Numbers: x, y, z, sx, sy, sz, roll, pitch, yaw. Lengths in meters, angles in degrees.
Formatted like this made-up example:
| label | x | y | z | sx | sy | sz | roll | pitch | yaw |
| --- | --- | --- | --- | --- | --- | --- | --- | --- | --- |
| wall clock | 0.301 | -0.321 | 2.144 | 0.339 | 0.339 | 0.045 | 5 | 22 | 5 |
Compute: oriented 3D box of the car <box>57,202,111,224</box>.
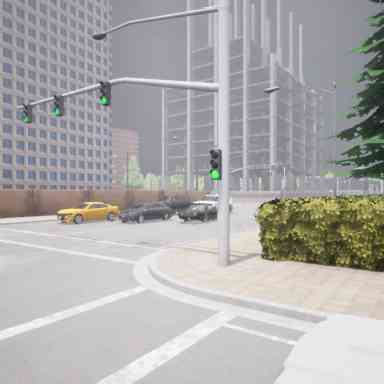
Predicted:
| label | x | y | z | sx | sy | sz | roll | pitch | yaw |
| --- | --- | --- | --- | --- | --- | --- | --- | --- | --- |
| car | -7.950 | 1.533 | 25.723 | 1.882 | 1.535 | 5.008 | 0 | 0 | 35 |

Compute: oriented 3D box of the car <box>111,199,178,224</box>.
| label | x | y | z | sx | sy | sz | roll | pitch | yaw |
| --- | --- | --- | --- | --- | --- | --- | --- | --- | --- |
| car | -3.561 | 1.560 | 25.850 | 1.837 | 1.490 | 4.892 | 0 | 0 | 35 |

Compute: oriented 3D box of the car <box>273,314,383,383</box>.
| label | x | y | z | sx | sy | sz | roll | pitch | yaw |
| --- | --- | --- | --- | --- | --- | --- | --- | --- | --- |
| car | 2.861 | 1.601 | 1.926 | 4.718 | 1.301 | 1.895 | 0 | 0 | 36 |

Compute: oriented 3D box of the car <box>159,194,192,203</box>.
| label | x | y | z | sx | sy | sz | roll | pitch | yaw |
| --- | --- | --- | --- | --- | --- | --- | --- | --- | --- |
| car | -2.180 | 1.277 | 33.812 | 2.150 | 2.045 | 5.566 | 0 | 0 | 35 |

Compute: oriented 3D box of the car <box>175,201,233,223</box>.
| label | x | y | z | sx | sy | sz | roll | pitch | yaw |
| --- | --- | --- | --- | --- | --- | --- | --- | --- | --- |
| car | 1.062 | 1.656 | 25.969 | 1.895 | 1.301 | 4.718 | 0 | 0 | 35 |

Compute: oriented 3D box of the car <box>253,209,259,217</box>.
| label | x | y | z | sx | sy | sz | roll | pitch | yaw |
| --- | --- | --- | --- | --- | --- | --- | --- | --- | --- |
| car | 7.041 | 1.656 | 28.330 | 1.895 | 1.301 | 4.718 | 0 | 0 | 35 |

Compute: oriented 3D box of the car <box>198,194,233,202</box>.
| label | x | y | z | sx | sy | sz | roll | pitch | yaw |
| --- | --- | --- | --- | --- | --- | --- | --- | --- | --- |
| car | 2.165 | 1.277 | 33.860 | 2.150 | 2.045 | 5.566 | 0 | 0 | 36 |
